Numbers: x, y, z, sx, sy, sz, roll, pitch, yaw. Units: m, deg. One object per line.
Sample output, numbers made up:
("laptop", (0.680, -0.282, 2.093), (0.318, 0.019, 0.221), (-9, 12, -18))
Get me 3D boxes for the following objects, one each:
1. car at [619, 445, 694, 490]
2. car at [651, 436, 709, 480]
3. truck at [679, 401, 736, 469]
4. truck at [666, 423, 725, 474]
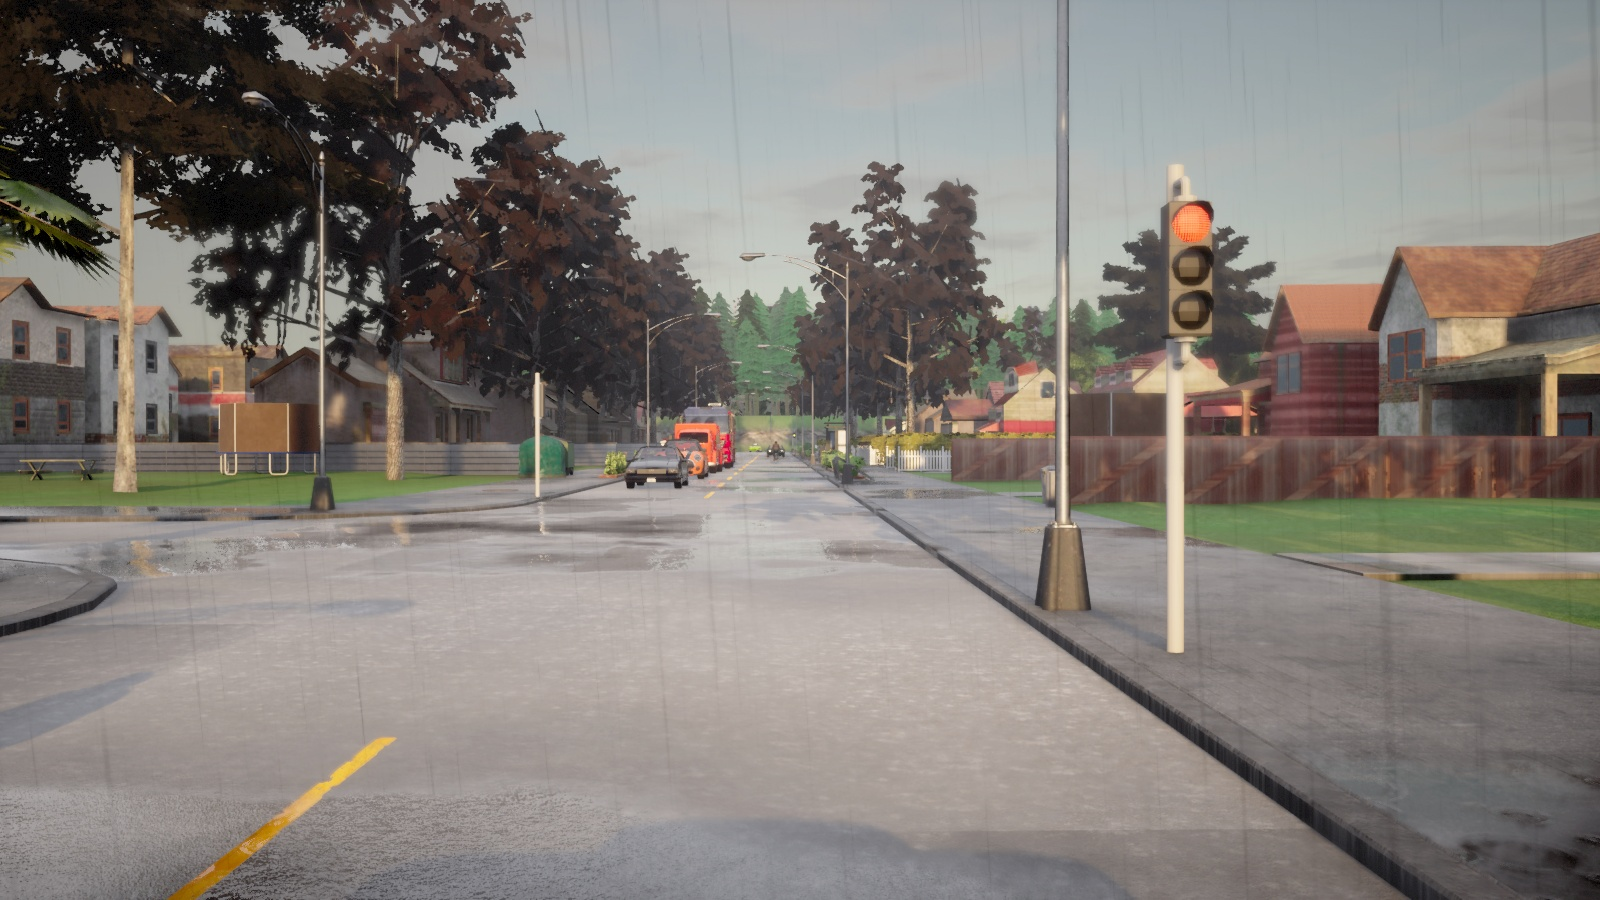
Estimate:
("car", (-4.789, 0.549, 42.690), (2.033, 1.411, 5.357), (0, 0, -1))
("car", (-4.985, 0.303, 52.843), (2.097, 1.767, 4.553), (0, 0, -1))
("truck", (-5.423, -0.846, 74.966), (2.891, 3.827, 8.468), (0, 0, -1))
("truck", (-5.189, -0.100, 63.075), (2.627, 2.467, 5.204), (0, 0, -1))
